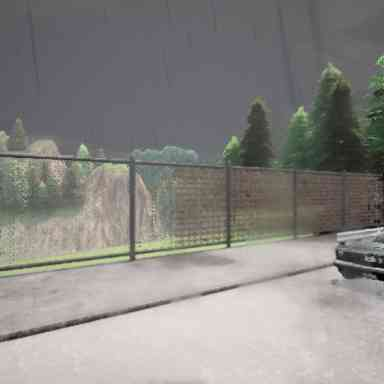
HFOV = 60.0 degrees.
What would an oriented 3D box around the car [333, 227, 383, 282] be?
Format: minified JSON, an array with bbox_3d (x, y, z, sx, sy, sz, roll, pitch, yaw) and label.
[{"bbox_3d":[5.790,1.588,8.799,4.718,1.301,1.895,0,0,-36],"label":"car"}]
